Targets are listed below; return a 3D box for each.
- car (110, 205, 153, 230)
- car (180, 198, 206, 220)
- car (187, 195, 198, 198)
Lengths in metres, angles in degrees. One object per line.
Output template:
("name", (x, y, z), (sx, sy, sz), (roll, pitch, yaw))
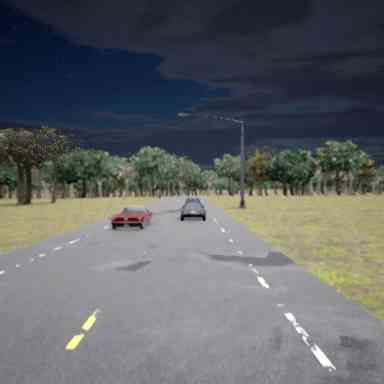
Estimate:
("car", (-3.560, 1.513, 20.305), (1.895, 1.301, 4.718), (0, 0, 0))
("car", (0.101, 1.419, 26.670), (1.994, 1.385, 4.181), (0, 1, 0))
("car", (0.117, 1.191, 43.847), (2.128, 1.511, 4.902), (0, 1, 0))
